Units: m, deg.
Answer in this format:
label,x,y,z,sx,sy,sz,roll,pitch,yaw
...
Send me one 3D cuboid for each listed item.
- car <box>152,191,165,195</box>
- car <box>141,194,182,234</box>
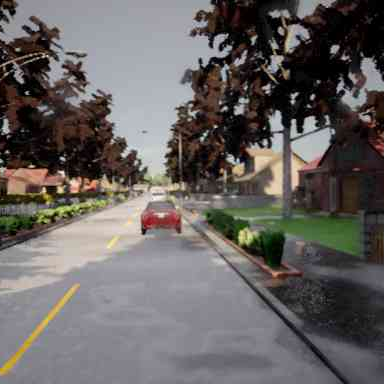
label,x,y,z,sx,sy,sz,roll,pitch,yaw
car,-4.560,0.941,45.254,2.150,2.045,5.566,-1,1,-6
car,-1.772,1.232,18.847,2.097,1.767,4.553,-1,0,-6
